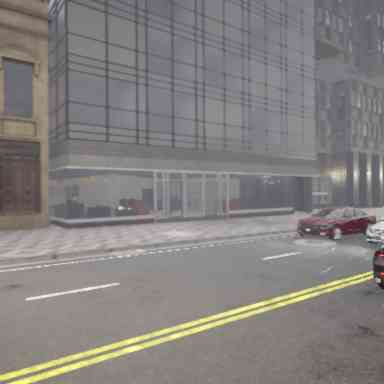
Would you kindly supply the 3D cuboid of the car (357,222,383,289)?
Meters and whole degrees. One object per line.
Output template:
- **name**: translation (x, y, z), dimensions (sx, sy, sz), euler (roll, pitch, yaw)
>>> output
- **car**: translation (6.130, 1.511, 7.836), dimensions (4.892, 1.490, 1.837), euler (0, 0, -36)

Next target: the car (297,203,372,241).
- **car**: translation (7.469, 1.508, 17.039), dimensions (5.008, 1.535, 1.882), euler (0, 0, -36)

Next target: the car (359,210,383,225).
- **car**: translation (9.488, 1.544, 14.486), dimensions (4.674, 1.442, 1.812), euler (0, 0, -36)
